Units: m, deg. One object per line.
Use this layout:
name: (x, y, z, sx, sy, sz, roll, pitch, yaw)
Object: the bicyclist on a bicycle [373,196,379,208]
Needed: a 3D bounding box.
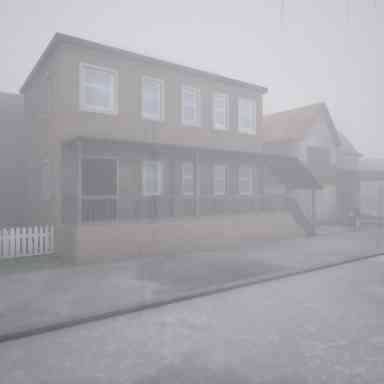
bicyclist on a bicycle: (24.047, 1.347, 43.494, 1.656, 1.620, 0.582, 0, 0, -35)
